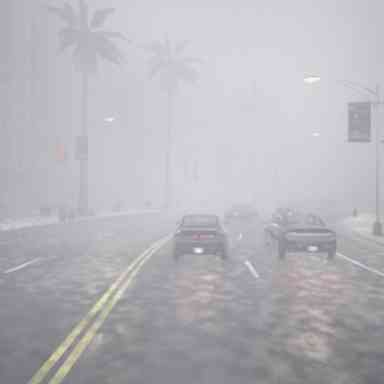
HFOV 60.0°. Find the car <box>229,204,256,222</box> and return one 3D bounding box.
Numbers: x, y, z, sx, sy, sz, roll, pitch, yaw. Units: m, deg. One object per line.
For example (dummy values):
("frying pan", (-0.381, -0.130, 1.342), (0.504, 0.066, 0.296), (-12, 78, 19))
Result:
("car", (4.184, 1.642, 27.407), (1.994, 1.385, 4.181), (0, 0, 24))

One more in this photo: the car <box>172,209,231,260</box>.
("car", (0.381, 1.541, 12.585), (1.837, 1.490, 4.892), (0, 0, 4))

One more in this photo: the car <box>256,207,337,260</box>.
("car", (3.890, 1.527, 12.595), (2.128, 1.511, 4.902), (0, 0, 5))

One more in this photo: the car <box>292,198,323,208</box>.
("car", (18.188, 1.673, 52.222), (4.674, 1.442, 1.812), (0, 0, -26))

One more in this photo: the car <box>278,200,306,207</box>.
("car", (7.833, 1.603, 27.015), (1.812, 1.442, 4.674), (0, 0, 25))

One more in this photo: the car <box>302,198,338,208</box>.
("car", (19.124, 1.630, 48.795), (4.902, 1.511, 2.128), (0, 0, -26))
